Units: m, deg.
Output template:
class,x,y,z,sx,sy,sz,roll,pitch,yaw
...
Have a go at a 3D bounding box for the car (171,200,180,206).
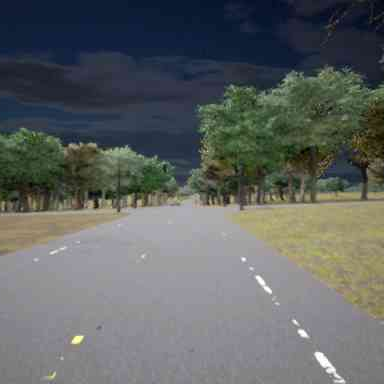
class,x,y,z,sx,sy,sz,roll,pitch,yaw
car,-4.344,2.738,85.433,2.097,1.767,4.553,0,-2,-1
